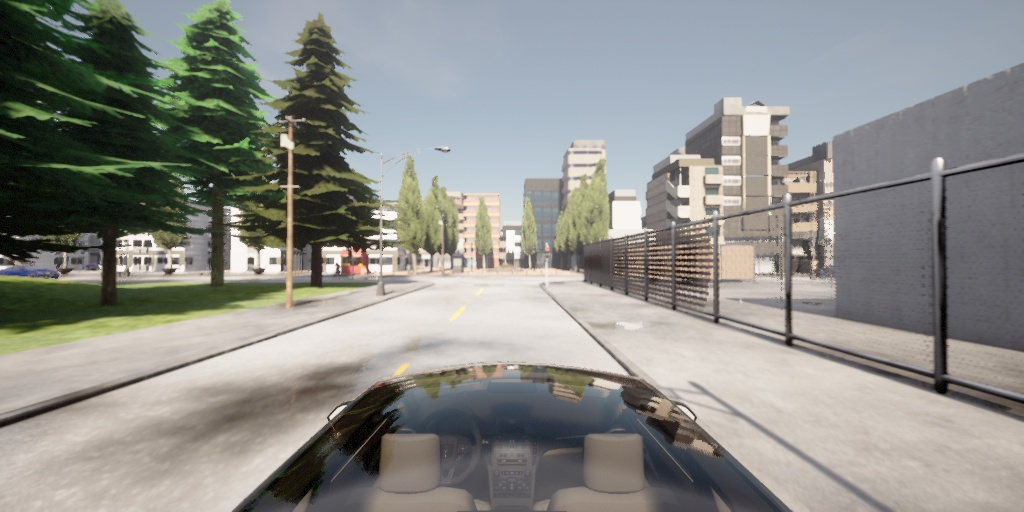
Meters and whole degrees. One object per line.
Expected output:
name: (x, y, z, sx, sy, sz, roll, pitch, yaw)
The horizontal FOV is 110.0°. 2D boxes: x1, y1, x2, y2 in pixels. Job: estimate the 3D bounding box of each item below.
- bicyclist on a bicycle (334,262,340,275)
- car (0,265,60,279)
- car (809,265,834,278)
bicyclist on a bicycle: (-21.561, 1.565, 44.224, 0.582, 1.620, 1.656, 0, 0, 0)
car: (-48.395, 1.650, 35.911, 4.674, 1.442, 1.812, 0, -1, 0)
car: (35.759, 1.736, 39.989, 4.181, 1.385, 1.994, 0, -1, 0)
